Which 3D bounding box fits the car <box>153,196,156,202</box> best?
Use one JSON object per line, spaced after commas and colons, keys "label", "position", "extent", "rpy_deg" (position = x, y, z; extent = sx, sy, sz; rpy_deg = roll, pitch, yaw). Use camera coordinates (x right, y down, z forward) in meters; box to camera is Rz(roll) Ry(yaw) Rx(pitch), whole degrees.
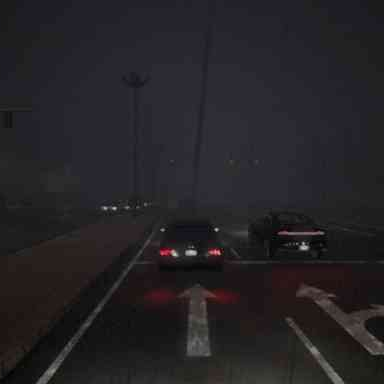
{"label": "car", "position": [-9.154, 1.610, 73.194], "extent": [1.895, 1.301, 4.718], "rpy_deg": [0, 0, 0]}

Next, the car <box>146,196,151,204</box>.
{"label": "car", "position": [-9.172, 1.491, 63.104], "extent": [1.882, 1.535, 5.008], "rpy_deg": [0, 0, 0]}

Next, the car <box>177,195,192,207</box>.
{"label": "car", "position": [-1.194, 1.573, 50.789], "extent": [1.994, 1.385, 4.181], "rpy_deg": [0, 0, 0]}

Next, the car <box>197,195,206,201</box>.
{"label": "car", "position": [2.361, 1.510, 81.756], "extent": [1.837, 1.490, 4.892], "rpy_deg": [0, 0, 0]}

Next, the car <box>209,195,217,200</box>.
{"label": "car", "position": [5.871, 1.493, 92.177], "extent": [1.994, 1.385, 4.181], "rpy_deg": [0, 0, 0]}

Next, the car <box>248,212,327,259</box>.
{"label": "car", "position": [3.390, 1.493, 12.603], "extent": [2.128, 1.511, 4.902], "rpy_deg": [0, 0, -1]}

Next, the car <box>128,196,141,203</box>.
{"label": "car", "position": [-12.654, 1.611, 73.457], "extent": [1.895, 1.301, 4.718], "rpy_deg": [0, 0, 0]}

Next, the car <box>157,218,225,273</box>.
{"label": "car", "position": [-0.070, 1.549, 10.703], "extent": [2.033, 1.411, 5.357], "rpy_deg": [0, 0, -1]}

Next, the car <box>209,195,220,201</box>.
{"label": "car", "position": [5.861, 1.487, 81.684], "extent": [1.882, 1.535, 5.008], "rpy_deg": [0, 0, 0]}

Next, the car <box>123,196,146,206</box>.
{"label": "car", "position": [-9.251, 1.363, 54.057], "extent": [2.097, 1.767, 4.553], "rpy_deg": [0, 0, 0]}

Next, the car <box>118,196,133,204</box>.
{"label": "car", "position": [-12.671, 1.539, 63.517], "extent": [1.812, 1.442, 4.674], "rpy_deg": [0, 0, 0]}

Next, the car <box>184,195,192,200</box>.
{"label": "car", "position": [-1.129, 1.494, 92.163], "extent": [1.994, 1.385, 4.181], "rpy_deg": [0, 0, 0]}

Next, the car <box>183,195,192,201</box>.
{"label": "car", "position": [-1.139, 1.549, 81.681], "extent": [2.033, 1.411, 5.357], "rpy_deg": [0, 0, 0]}

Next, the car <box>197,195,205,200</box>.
{"label": "car", "position": [2.371, 1.467, 92.189], "extent": [2.128, 1.511, 4.902], "rpy_deg": [0, 0, 0]}

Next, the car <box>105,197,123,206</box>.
{"label": "car", "position": [-12.741, 1.613, 54.391], "extent": [1.895, 1.301, 4.718], "rpy_deg": [0, 0, 1]}
